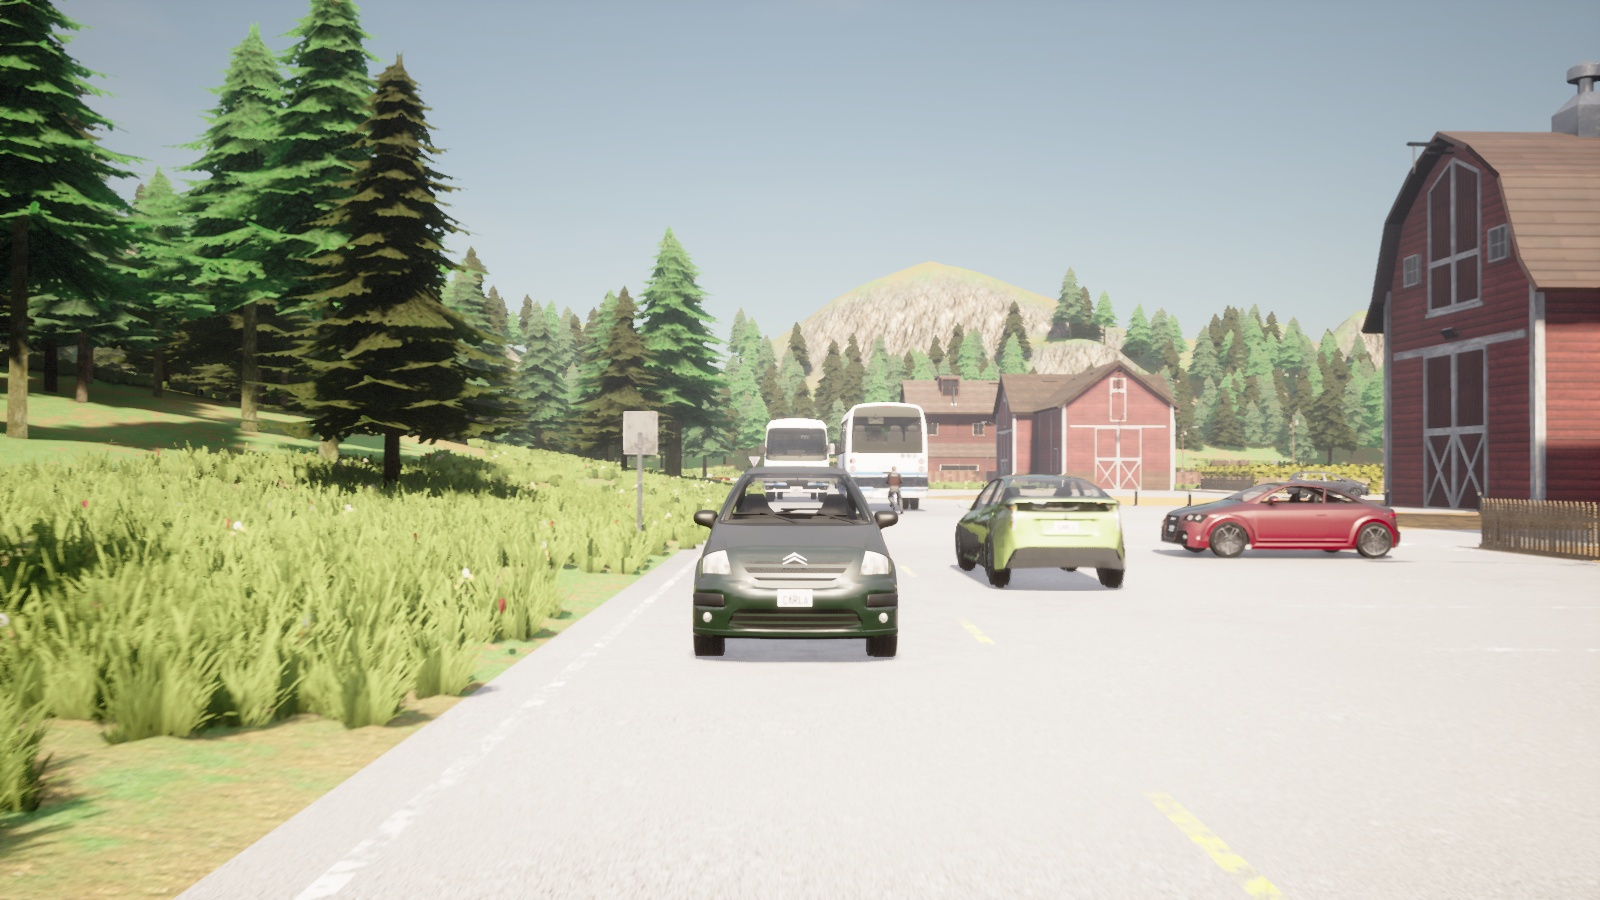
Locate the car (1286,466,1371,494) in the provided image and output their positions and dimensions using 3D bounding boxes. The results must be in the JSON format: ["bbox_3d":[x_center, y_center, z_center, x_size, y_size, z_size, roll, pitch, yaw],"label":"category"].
[{"bbox_3d":[32.007,1.794,76.201,4.611,1.667,2.242,0,-1,19],"label":"car"}]

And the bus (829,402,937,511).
[{"bbox_3d":[3.364,0.331,54.168,3.944,4.253,10.273,0,-1,0],"label":"bus"}]

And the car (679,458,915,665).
[{"bbox_3d":[-0.030,0.912,11.892,1.851,1.617,3.988,0,-1,0],"label":"car"}]

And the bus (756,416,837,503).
[{"bbox_3d":[-0.167,0.549,66.345,3.944,4.253,10.273,0,-1,0],"label":"bus"}]

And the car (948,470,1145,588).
[{"bbox_3d":[3.455,1.057,18.502,2.007,1.525,4.514,0,-1,0],"label":"car"}]
